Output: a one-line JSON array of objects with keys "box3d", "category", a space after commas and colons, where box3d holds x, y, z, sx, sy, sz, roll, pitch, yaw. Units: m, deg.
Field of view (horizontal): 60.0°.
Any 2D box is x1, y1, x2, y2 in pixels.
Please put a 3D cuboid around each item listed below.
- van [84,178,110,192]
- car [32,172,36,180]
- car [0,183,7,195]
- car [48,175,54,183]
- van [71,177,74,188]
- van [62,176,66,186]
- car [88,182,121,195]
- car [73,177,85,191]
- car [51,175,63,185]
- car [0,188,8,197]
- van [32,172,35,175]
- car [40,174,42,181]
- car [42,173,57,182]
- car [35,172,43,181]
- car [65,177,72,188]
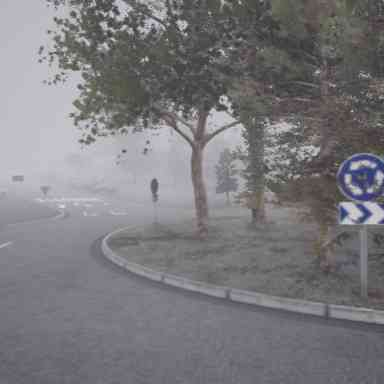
[{"box3d": [-15.560, -0.910, 56.685, 1.878, 1.987, 4.442, 5, 4, 32], "category": "van"}, {"box3d": [-35.974, -3.444, 82.418, 1.946, 1.575, 5.366, 6, 4, 31], "category": "car"}, {"box3d": [-27.802, -0.344, 44.548, 2.163, 1.488, 4.792, 4, 5, 30], "category": "car"}, {"box3d": [-28.405, -2.413, 73.223, 2.163, 1.488, 4.792, 5, 4, 32], "category": "car"}, {"box3d": [-19.314, -1.406, 61.230, 1.878, 1.987, 4.442, 6, 5, 32], "category": "van"}, {"box3d": [-22.839, -1.915, 66.180, 1.878, 1.987, 4.442, 5, 4, 32], "category": "van"}, {"box3d": [-13.820, -0.431, 54.225, 2.097, 1.535, 5.008, 5, 4, 32], "category": "car"}, {"box3d": [-17.448, -1.182, 58.929, 2.435, 2.045, 5.566, 6, 4, 32], "category": "car"}, {"box3d": [-26.565, -2.189, 70.838, 2.231, 1.521, 4.892, 6, 4, 32], "category": "car"}, {"box3d": [-25.948, -0.087, 42.252, 2.002, 1.452, 4.674, 4, 5, 30], "category": "car"}, {"box3d": [-37.684, -3.923, 84.988, 1.878, 1.987, 4.442, 5, 4, 31], "category": "van"}, {"box3d": [-32.138, -2.944, 77.915, 2.231, 1.521, 4.892, 5, 4, 31], "category": "car"}, {"box3d": [-30.244, -2.945, 75.570, 2.435, 2.045, 5.566, 5, 4, 32], "category": "car"}, {"box3d": [-33.979, -3.447, 80.262, 2.435, 2.045, 5.566, 5, 4, 31], "category": "car"}, {"box3d": [-21.099, -1.560, 63.687, 2.185, 1.767, 4.553, 5, 4, 32], "category": "car"}]
